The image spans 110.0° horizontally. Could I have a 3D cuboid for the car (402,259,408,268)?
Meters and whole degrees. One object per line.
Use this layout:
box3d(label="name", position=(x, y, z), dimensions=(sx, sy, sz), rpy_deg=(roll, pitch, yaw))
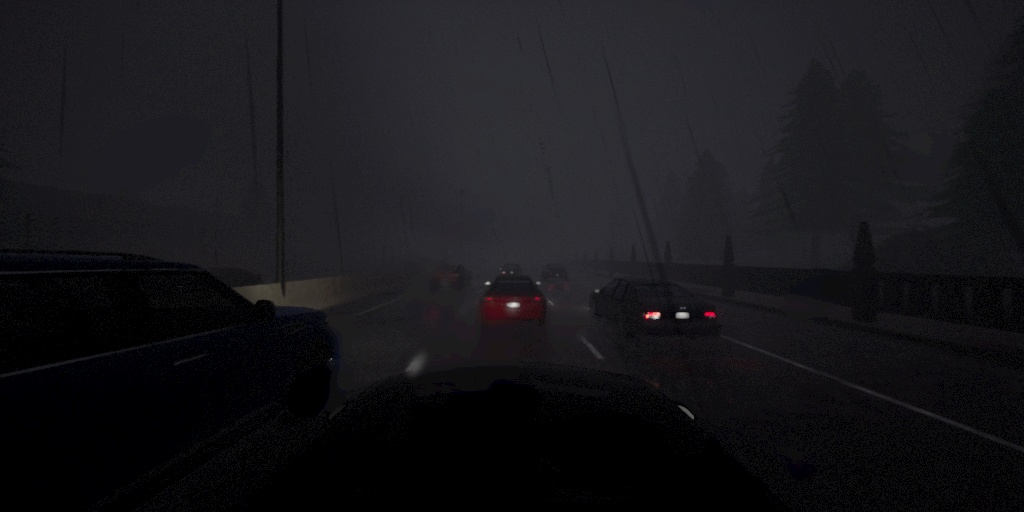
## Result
box3d(label="car", position=(-17.790, 1.311, 62.596), dimensions=(2.128, 1.511, 4.902), rpy_deg=(0, 0, 0))

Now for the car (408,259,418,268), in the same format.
box3d(label="car", position=(-14.293, 1.353, 56.617), dimensions=(2.033, 1.411, 5.357), rpy_deg=(0, 0, 0))

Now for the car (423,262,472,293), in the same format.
box3d(label="car", position=(-3.481, 1.258, 21.092), dimensions=(2.128, 1.511, 4.902), rpy_deg=(0, 0, 0))

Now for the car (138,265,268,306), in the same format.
box3d(label="car", position=(-14.161, 1.261, 16.966), dimensions=(1.882, 1.535, 5.008), rpy_deg=(0, 0, 0))

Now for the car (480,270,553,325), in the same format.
box3d(label="car", position=(0.050, 1.319, 11.854), dimensions=(1.994, 1.385, 4.181), rpy_deg=(0, 0, 0))

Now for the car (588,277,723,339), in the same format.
box3d(label="car", position=(3.568, 1.296, 10.033), dimensions=(2.033, 1.411, 5.357), rpy_deg=(0, 0, 0))

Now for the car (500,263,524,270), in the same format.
box3d(label="car", position=(-0.018, 1.313, 29.724), dimensions=(2.033, 1.411, 5.357), rpy_deg=(0, 0, 0))

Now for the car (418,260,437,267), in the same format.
box3d(label="car", position=(-10.780, 1.359, 48.149), dimensions=(1.994, 1.385, 4.181), rpy_deg=(0, 0, 0))

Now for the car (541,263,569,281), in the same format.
box3d(label="car", position=(3.493, 1.285, 29.937), dimensions=(1.812, 1.442, 4.674), rpy_deg=(0, 0, 0))

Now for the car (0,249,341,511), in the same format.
box3d(label="car", position=(-3.432, 0.978, 2.574), dimensions=(2.150, 2.045, 5.566), rpy_deg=(0, 0, 0))
